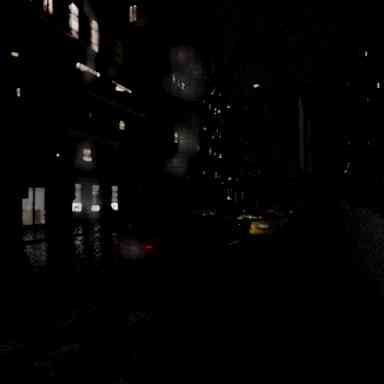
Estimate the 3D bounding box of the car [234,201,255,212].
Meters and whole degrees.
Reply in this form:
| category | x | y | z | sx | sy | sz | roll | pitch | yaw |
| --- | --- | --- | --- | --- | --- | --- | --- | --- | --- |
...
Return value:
| category | x | y | z | sx | sy | sz | roll | pitch | yaw |
| --- | --- | --- | --- | --- | --- | --- | --- | --- | --- |
| car | 7.372 | 1.977 | 46.631 | 1.887 | 1.381 | 4.507 | 0 | 0 | 23 |

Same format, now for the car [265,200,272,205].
| category | x | y | z | sx | sy | sz | roll | pitch | yaw |
| --- | --- | --- | --- | --- | --- | --- | --- | --- | --- |
| car | 13.861 | 2.083 | 61.934 | 1.887 | 1.381 | 4.507 | 0 | 0 | 23 |

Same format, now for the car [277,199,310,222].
| category | x | y | z | sx | sy | sz | roll | pitch | yaw |
| --- | --- | --- | --- | --- | --- | --- | --- | --- | --- |
| car | 8.618 | 1.618 | 28.107 | 1.967 | 1.590 | 4.097 | 0 | 0 | 23 |

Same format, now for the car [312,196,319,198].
| category | x | y | z | sx | sy | sz | roll | pitch | yaw |
| --- | --- | --- | --- | --- | --- | --- | --- | --- | --- |
| car | 21.596 | 1.835 | 58.712 | 1.967 | 1.590 | 4.097 | 0 | 0 | 23 |

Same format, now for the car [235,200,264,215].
| category | x | y | z | sx | sy | sz | roll | pitch | yaw |
| --- | --- | --- | --- | --- | --- | --- | --- | --- | --- |
| car | 6.439 | 1.895 | 37.763 | 1.994 | 1.385 | 4.181 | -1 | -1 | 23 |

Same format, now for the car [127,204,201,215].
| category | x | y | z | sx | sy | sz | roll | pitch | yaw |
| --- | --- | --- | --- | --- | --- | --- | --- | --- | --- |
| car | -1.423 | 1.671 | 19.293 | 1.882 | 1.535 | 5.008 | -1 | -1 | 23 |

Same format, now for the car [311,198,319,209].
| category | x | y | z | sx | sy | sz | roll | pitch | yaw |
| --- | --- | --- | --- | --- | --- | --- | --- | --- | --- |
| car | 15.107 | 1.854 | 43.408 | 1.947 | 1.339 | 4.313 | 0 | 0 | 23 |

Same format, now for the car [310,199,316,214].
| category | x | y | z | sx | sy | sz | roll | pitch | yaw |
| --- | --- | --- | --- | --- | --- | --- | --- | --- | --- |
| car | 12.944 | 1.834 | 38.307 | 1.802 | 1.307 | 4.206 | 0 | 0 | 23 |

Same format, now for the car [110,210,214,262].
| category | x | y | z | sx | sy | sz | roll | pitch | yaw |
| --- | --- | --- | --- | --- | --- | --- | --- | --- | --- |
| car | -0.915 | 1.624 | 12.549 | 1.812 | 1.442 | 4.674 | -1 | -1 | 23 |

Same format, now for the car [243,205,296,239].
| category | x | y | z | sx | sy | sz | roll | pitch | yaw |
| --- | --- | --- | --- | --- | --- | --- | --- | --- | --- |
| car | 4.358 | 1.627 | 18.061 | 1.752 | 1.417 | 4.829 | 0 | 0 | 23 |

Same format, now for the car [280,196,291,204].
| category | x | y | z | sx | sy | sz | roll | pitch | yaw |
| --- | --- | --- | --- | --- | --- | --- | --- | --- | --- |
| car | 24.676 | 2.027 | 87.439 | 2.192 | 1.841 | 5.009 | 0 | 0 | 23 |

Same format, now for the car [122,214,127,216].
| category | x | y | z | sx | sy | sz | roll | pitch | yaw |
| --- | --- | --- | --- | --- | --- | --- | --- | --- | --- |
| car | -3.444 | 1.826 | 21.126 | 1.802 | 1.307 | 4.206 | 0 | 0 | 23 |

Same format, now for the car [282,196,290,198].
| category | x | y | z | sx | sy | sz | roll | pitch | yaw |
| --- | --- | --- | --- | --- | --- | --- | --- | --- | --- |
| car | 22.512 | 2.229 | 82.337 | 2.008 | 1.369 | 4.403 | 0 | 0 | 23 |

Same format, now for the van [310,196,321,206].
| category | x | y | z | sx | sy | sz | roll | pitch | yaw |
| --- | --- | --- | --- | --- | --- | --- | --- | --- | --- |
| van | 23.759 | 1.771 | 63.813 | 1.690 | 1.788 | 3.998 | 0 | 0 | 23 |

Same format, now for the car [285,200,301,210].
| category | x | y | z | sx | sy | sz | roll | pitch | yaw |
| --- | --- | --- | --- | --- | --- | --- | --- | --- | --- |
| car | 15.779 | 1.987 | 51.861 | 1.895 | 1.301 | 4.718 | -1 | -1 | 23 |

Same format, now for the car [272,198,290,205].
| category | x | y | z | sx | sy | sz | roll | pitch | yaw |
| --- | --- | --- | --- | --- | --- | --- | --- | --- | --- |
| car | 11.913 | 1.884 | 42.642 | 1.994 | 1.385 | 4.181 | -1 | -1 | 23 |

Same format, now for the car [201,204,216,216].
| category | x | y | z | sx | sy | sz | roll | pitch | yaw |
| --- | --- | --- | --- | --- | --- | --- | --- | --- | --- |
| car | 0.816 | 1.845 | 31.172 | 1.752 | 1.417 | 4.829 | 0 | 0 | 23 |
